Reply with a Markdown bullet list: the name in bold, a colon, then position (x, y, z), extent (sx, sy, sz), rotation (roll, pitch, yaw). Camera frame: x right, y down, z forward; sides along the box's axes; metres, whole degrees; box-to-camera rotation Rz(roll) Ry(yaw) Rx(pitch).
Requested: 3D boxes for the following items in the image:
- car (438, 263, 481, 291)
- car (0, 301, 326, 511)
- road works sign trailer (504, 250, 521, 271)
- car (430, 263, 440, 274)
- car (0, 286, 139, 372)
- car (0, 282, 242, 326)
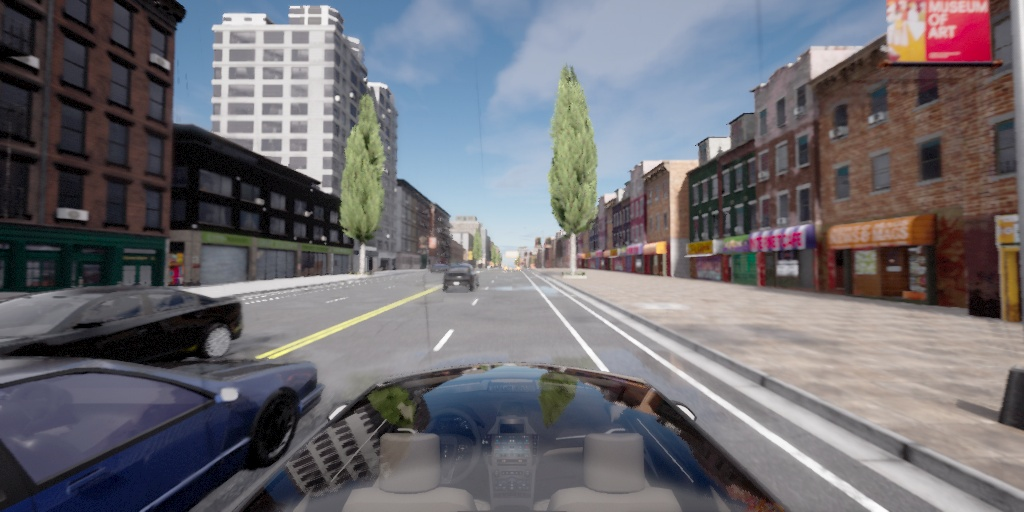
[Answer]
- **car**: position (-3.147, 1.337, 22.740), extent (1.837, 1.490, 4.892), rotation (0, 0, 0)
- **car**: position (-3.152, 1.298, 1.808), extent (2.033, 1.411, 5.357), rotation (0, 0, 0)
- **road works sign trailer**: position (0.015, 0.776, 59.931), extent (2.380, 3.560, 2.880), rotation (0, 0, 0)
- **car**: position (-9.807, 1.697, 48.736), extent (1.994, 1.385, 4.181), rotation (0, -1, 0)
- **car**: position (-9.849, 1.358, 6.196), extent (1.895, 1.301, 4.718), rotation (0, 0, 0)
- **car**: position (-6.597, 1.233, 5.478), extent (1.882, 1.535, 5.008), rotation (0, 0, 0)
